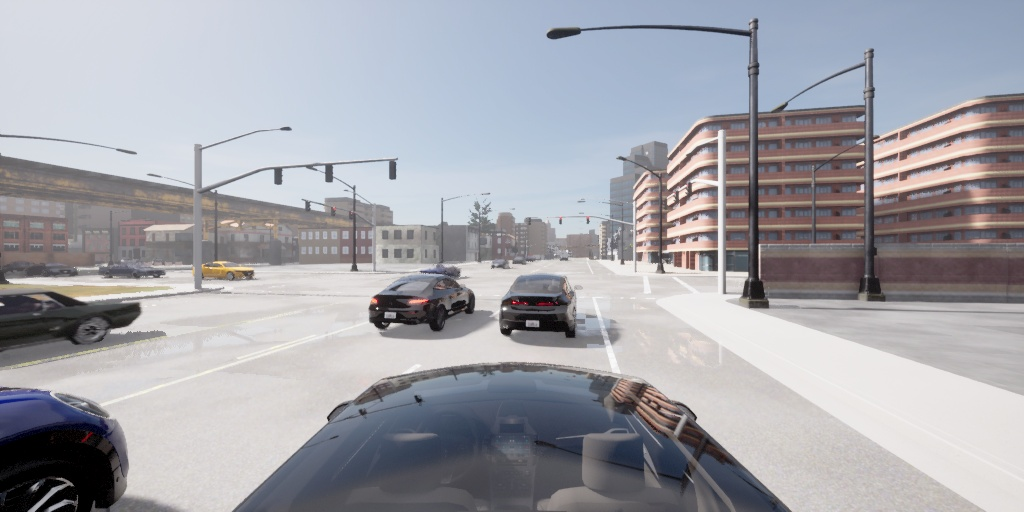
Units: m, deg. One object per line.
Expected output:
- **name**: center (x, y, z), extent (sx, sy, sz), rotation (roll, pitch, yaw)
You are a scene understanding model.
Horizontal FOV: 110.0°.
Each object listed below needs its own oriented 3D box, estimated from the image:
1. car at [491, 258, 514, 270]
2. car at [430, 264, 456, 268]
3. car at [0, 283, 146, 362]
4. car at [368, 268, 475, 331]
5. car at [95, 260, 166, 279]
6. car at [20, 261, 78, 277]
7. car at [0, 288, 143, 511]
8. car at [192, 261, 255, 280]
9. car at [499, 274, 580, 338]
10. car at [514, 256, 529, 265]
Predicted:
- **car**: center (-1.631, 1.083, 50.029), extent (2.128, 1.511, 4.902), rotation (0, 1, 11)
- **car**: center (-5.896, 1.318, 29.788), extent (1.895, 1.301, 4.718), rotation (0, 0, 14)
- **car**: center (-10.564, 1.351, 6.876), extent (1.895, 1.301, 4.718), rotation (0, 0, 9)
- **car**: center (-2.531, 1.276, 10.977), extent (1.812, 1.442, 4.674), rotation (0, 0, 11)
- **car**: center (-34.237, 1.297, 32.266), extent (5.357, 1.411, 2.033), rotation (0, 0, 9)
- **car**: center (-44.041, 1.314, 34.326), extent (4.181, 1.385, 1.994), rotation (0, 0, 15)
- **car**: center (-4.029, 1.102, 0.798), extent (2.097, 1.767, 4.553), rotation (0, 0, 4)
- **car**: center (-24.580, 1.228, 30.627), extent (5.008, 1.535, 1.882), rotation (0, 0, 10)
- **car**: center (0.914, 1.255, 10.335), extent (1.837, 1.490, 4.892), rotation (0, 0, 11)
- **car**: center (1.288, 0.821, 64.912), extent (1.882, 1.535, 5.008), rotation (0, 1, 11)
